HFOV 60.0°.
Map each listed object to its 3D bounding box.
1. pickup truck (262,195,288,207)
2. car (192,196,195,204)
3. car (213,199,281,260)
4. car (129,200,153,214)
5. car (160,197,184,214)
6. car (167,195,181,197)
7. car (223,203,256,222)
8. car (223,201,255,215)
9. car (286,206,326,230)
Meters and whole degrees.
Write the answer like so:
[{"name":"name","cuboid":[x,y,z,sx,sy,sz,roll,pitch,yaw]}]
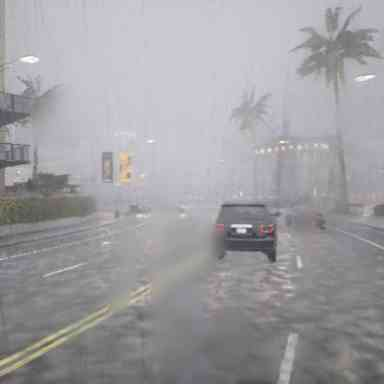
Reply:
[{"name":"pickup truck","cuboid":[16.571,1.765,66.283,2.390,2.098,6.274,-1,-1,42]},{"name":"car","cuboid":[1.380,2.560,90.781,4.193,1.474,1.816,-1,-1,42]},{"name":"car","cuboid":[2.316,1.373,13.315,2.150,2.045,5.566,-1,-1,15]},{"name":"car","cuboid":[-7.076,2.025,46.100,2.097,1.767,4.553,0,-1,-29]},{"name":"car","cuboid":[-2.748,1.964,45.082,2.097,1.767,4.553,0,-1,-25]},{"name":"car","cuboid":[-3.658,2.391,85.092,4.553,1.767,2.185,-1,-1,42]},{"name":"car","cuboid":[4.393,1.853,31.509,2.128,1.511,4.902,0,-1,-3]},{"name":"car","cuboid":[5.894,1.976,42.258,2.128,1.511,4.902,0,-1,-16]},{"name":"car","cuboid":[7.674,1.721,22.779,1.837,1.490,4.892,-1,0,6]}]
